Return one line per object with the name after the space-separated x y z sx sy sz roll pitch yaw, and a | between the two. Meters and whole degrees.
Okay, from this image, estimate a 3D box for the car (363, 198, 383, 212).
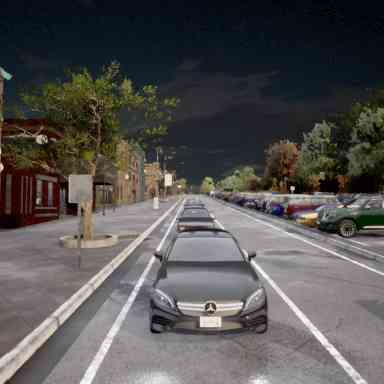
22.179 1.468 37.500 4.792 1.488 2.163 0 0 0 | car

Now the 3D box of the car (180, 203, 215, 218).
0.190 1.532 17.478 2.033 1.411 5.357 0 0 0 | car

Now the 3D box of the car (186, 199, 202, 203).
0.212 1.440 30.618 2.128 1.511 4.902 0 0 0 | car

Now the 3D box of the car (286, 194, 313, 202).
21.992 1.188 68.040 4.892 1.521 2.231 0 1 0 | car

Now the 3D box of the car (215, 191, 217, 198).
8.802 1.064 81.589 5.008 1.535 2.097 0 1 0 | car

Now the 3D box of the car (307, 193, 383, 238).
9.249 1.221 17.106 5.566 2.045 2.435 0 0 0 | car

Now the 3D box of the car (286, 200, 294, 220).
9.239 1.506 22.713 4.674 1.452 2.002 0 0 0 | car

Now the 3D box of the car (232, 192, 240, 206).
9.024 1.113 47.948 5.566 2.045 2.435 0 1 0 | car

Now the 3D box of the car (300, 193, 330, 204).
22.078 1.135 59.713 4.553 1.767 2.185 0 1 0 | car

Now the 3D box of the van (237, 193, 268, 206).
9.149 1.113 50.753 4.442 1.987 1.878 0 1 0 | van

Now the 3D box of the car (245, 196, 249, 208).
9.111 1.465 39.539 4.674 1.452 2.002 0 0 0 | car

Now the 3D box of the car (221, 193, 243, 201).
8.837 1.014 73.178 4.553 1.767 2.185 0 1 0 | car

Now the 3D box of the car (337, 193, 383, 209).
22.140 1.153 43.056 5.566 2.045 2.435 0 0 0 | car

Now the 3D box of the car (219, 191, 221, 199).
8.881 0.938 67.571 5.566 2.045 2.435 0 1 0 | car

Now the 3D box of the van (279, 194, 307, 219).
9.332 1.237 25.517 4.442 1.987 1.878 0 0 0 | van

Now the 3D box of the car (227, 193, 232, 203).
8.985 1.290 56.361 4.892 1.521 2.231 0 1 0 | car

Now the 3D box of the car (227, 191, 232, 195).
9.002 1.139 59.163 4.553 1.767 2.185 0 1 0 | car

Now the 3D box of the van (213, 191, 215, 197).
8.630 0.764 89.995 4.442 1.987 1.878 0 1 0 | van

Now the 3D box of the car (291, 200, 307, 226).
9.071 1.466 19.909 5.366 1.575 1.946 0 0 0 | car

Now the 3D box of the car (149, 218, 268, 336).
0.251 1.524 6.899 1.812 1.442 4.674 0 0 0 | car

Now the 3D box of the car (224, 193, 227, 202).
8.948 1.279 61.967 4.674 1.452 2.002 0 1 0 | car

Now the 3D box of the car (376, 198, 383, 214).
22.413 1.444 34.729 5.366 1.575 1.946 0 0 0 | car

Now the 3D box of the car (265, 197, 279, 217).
9.190 1.460 28.320 5.008 1.535 2.097 0 0 0 | car

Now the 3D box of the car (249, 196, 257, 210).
9.163 1.470 36.732 4.792 1.488 2.163 0 0 0 | car

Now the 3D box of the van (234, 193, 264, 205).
9.128 1.088 53.556 4.442 1.987 1.878 0 1 0 | van

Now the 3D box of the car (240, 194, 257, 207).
9.100 1.409 42.342 4.892 1.521 2.231 0 0 0 | car

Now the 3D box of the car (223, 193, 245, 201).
8.858 1.039 70.375 4.553 1.767 2.185 0 1 0 | car

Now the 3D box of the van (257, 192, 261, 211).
9.271 1.222 33.929 4.442 1.987 1.878 0 0 0 | van

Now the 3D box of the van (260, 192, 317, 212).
9.058 1.230 31.126 4.442 1.987 1.878 0 0 0 | van

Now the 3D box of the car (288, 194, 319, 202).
21.821 1.209 65.262 5.366 1.575 1.946 0 0 0 | car

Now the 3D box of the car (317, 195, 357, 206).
22.293 1.332 51.387 5.366 1.575 1.946 0 1 0 | car

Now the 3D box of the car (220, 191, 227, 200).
8.901 0.963 64.768 5.566 2.045 2.435 0 1 0 | car

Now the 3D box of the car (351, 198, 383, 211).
22.217 1.452 40.283 4.792 1.488 2.163 0 0 0 | car

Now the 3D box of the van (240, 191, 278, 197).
9.189 1.163 45.149 4.442 1.987 1.878 0 0 0 | van
